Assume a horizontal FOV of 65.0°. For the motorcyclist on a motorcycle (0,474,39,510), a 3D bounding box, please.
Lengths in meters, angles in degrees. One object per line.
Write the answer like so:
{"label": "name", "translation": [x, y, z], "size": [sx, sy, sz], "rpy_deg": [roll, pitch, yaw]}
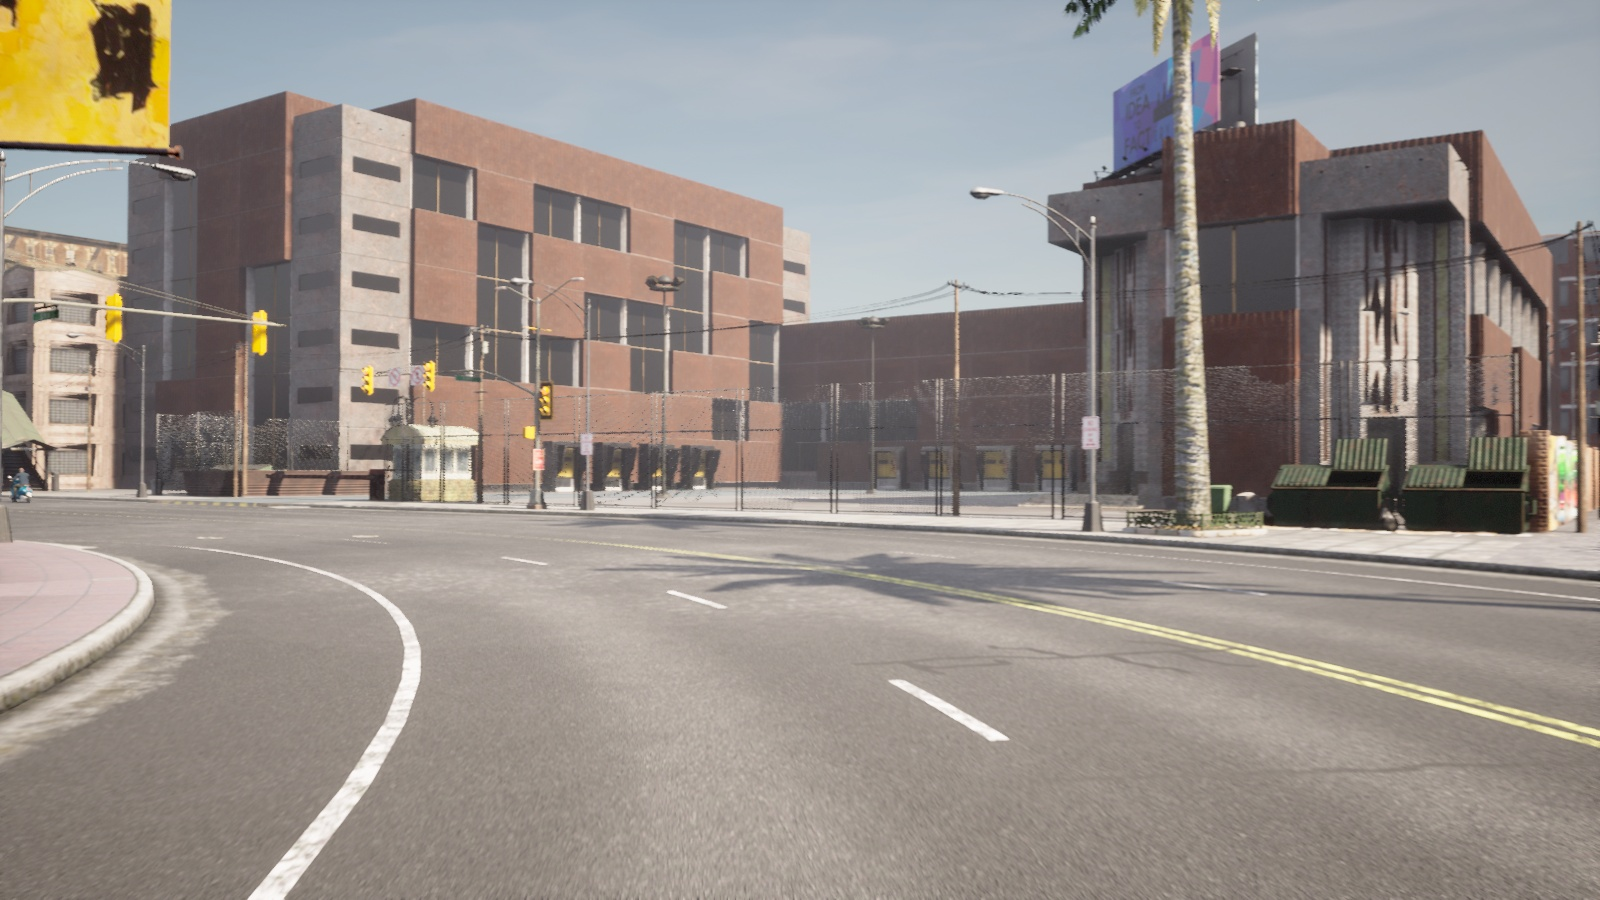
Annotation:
{"label": "motorcyclist on a motorcycle", "translation": [-35.472, 1.893, 57.033], "size": [1.817, 1.590, 0.866], "rpy_deg": [-1, -1, 35]}
